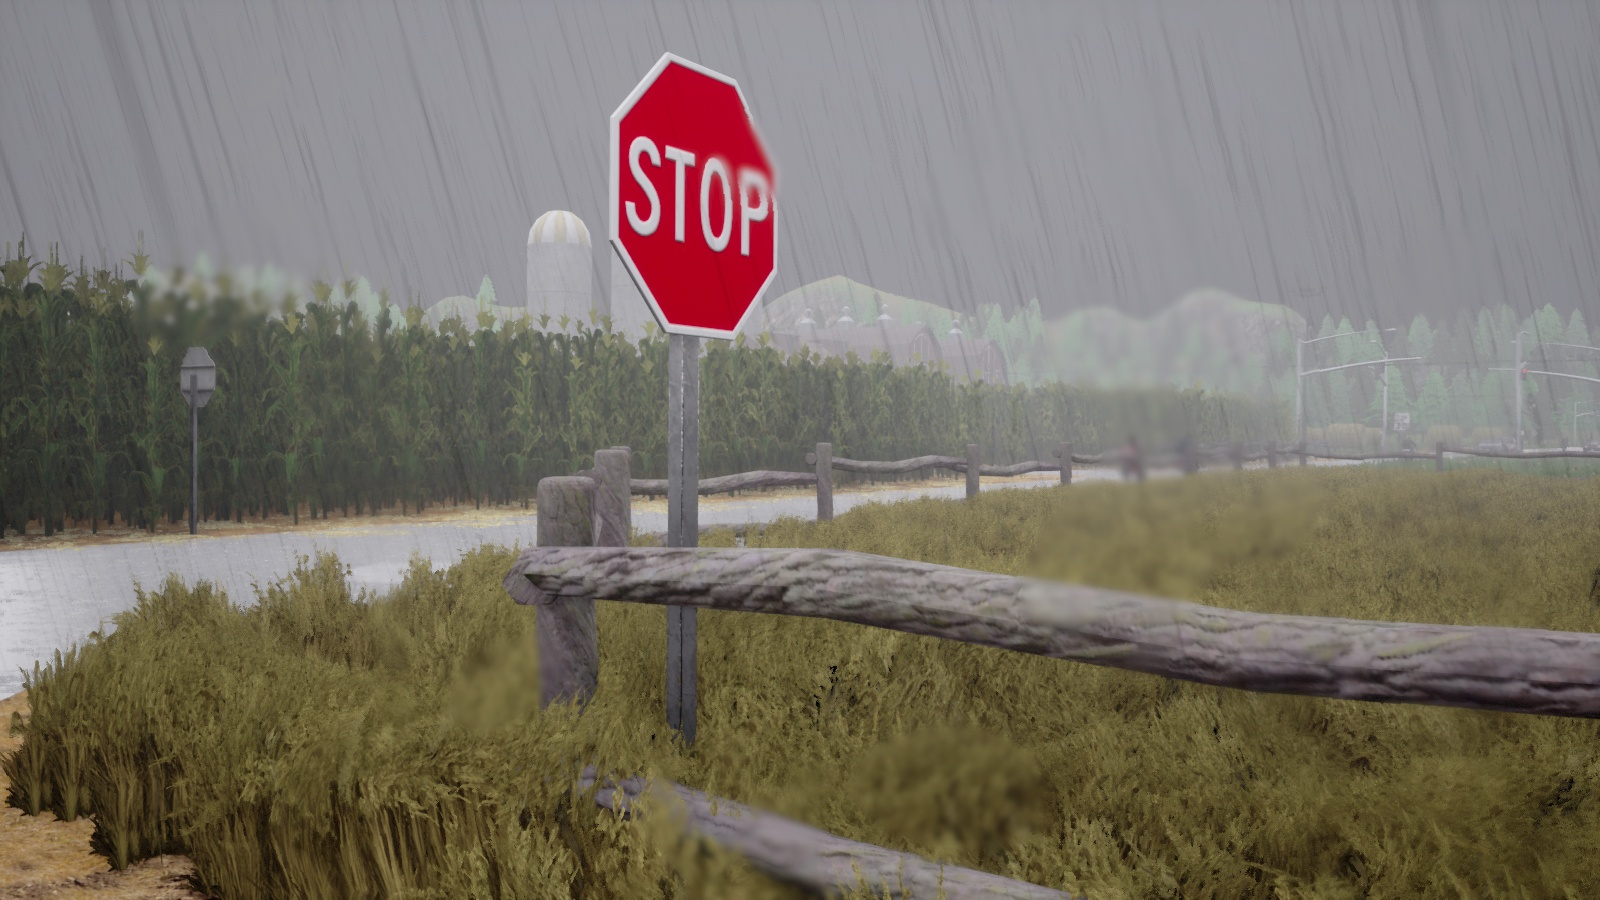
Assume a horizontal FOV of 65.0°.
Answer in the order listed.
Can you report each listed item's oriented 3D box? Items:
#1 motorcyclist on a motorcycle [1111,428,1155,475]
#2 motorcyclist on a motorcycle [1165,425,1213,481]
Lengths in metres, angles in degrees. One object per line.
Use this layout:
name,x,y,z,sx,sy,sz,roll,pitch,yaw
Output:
motorcyclist on a motorcycle,11.099,0.041,41.870,0.797,1.523,2.044,0,1,33
motorcyclist on a motorcycle,11.368,0.082,36.653,0.866,1.590,1.817,0,1,33
